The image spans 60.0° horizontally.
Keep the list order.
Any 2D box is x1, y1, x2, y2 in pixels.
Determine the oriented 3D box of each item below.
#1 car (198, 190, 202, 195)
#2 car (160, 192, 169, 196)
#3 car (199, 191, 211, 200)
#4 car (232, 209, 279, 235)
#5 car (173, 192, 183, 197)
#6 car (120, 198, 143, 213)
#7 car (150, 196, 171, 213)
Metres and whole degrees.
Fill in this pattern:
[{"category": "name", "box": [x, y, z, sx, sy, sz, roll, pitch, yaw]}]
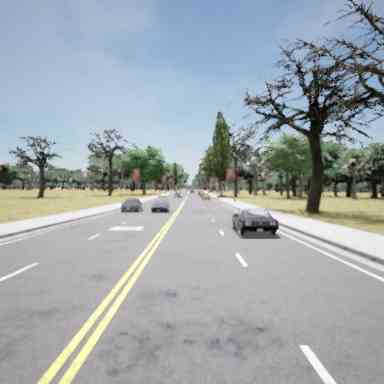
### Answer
[{"category": "car", "box": [3.272, 0.898, 87.003, 1.837, 1.490, 4.892, 0, 1, 0]}, {"category": "car", "box": [-6.480, 0.793, 77.494, 1.882, 1.535, 5.008, 0, 1, 0]}, {"category": "car", "box": [3.269, 0.986, 76.194, 1.801, 1.575, 5.366, 0, 1, 0]}, {"category": "car", "box": [3.356, 1.582, 18.532, 1.895, 1.301, 4.718, 0, 0, 0]}, {"category": "car", "box": [-3.230, 0.669, 77.521, 2.097, 1.767, 4.553, 0, 1, 0]}, {"category": "car", "box": [-6.584, 1.461, 36.656, 1.837, 1.490, 4.892, 0, 0, 0]}, {"category": "car", "box": [-3.337, 1.503, 36.209, 2.033, 1.411, 5.357, 0, 0, 0]}]
